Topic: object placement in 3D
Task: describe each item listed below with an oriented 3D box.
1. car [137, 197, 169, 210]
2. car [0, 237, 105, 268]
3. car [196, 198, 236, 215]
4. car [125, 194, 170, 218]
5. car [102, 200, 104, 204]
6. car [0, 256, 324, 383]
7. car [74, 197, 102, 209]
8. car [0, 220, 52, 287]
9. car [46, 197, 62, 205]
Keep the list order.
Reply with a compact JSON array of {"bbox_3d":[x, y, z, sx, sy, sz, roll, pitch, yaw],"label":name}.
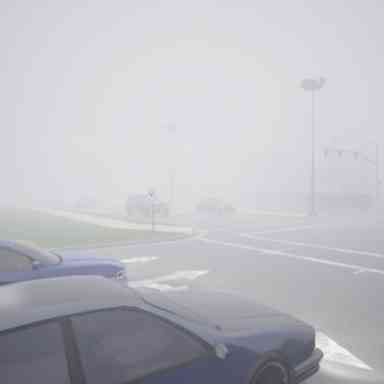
[{"bbox_3d":[-5.195,1.497,43.958,2.128,1.511,4.902,0,0,-36],"label":"car"},{"bbox_3d":[-3.515,1.478,5.557,5.008,1.535,1.882,0,0,-35],"label":"car"},{"bbox_3d":[2.372,1.363,33.598,2.097,1.767,4.553,0,0,-36],"label":"car"},{"bbox_3d":[-4.222,1.229,30.754,2.150,2.045,5.566,0,0,-36],"label":"car"},{"bbox_3d":[-18.272,1.556,62.159,2.033,1.411,5.357,0,0,-35],"label":"car"},{"bbox_3d":[-1.120,1.548,2.962,5.357,1.411,2.033,0,0,-35],"label":"car"},{"bbox_3d":[-14.286,1.497,44.550,2.128,1.511,4.902,0,0,-36],"label":"car"},{"bbox_3d":[-5.879,1.564,8.170,4.181,1.385,1.994,0,0,-35],"label":"car"},{"bbox_3d":[-24.522,1.570,58.874,1.994,1.385,4.181,0,0,-36],"label":"car"}]
